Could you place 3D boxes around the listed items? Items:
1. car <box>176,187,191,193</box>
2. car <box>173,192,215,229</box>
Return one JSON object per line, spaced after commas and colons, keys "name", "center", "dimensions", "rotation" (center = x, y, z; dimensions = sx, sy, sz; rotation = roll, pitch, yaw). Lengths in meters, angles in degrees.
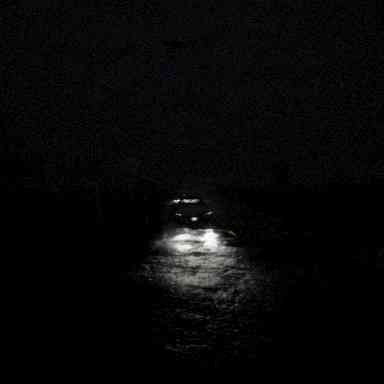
{"name": "car", "center": [-1.002, 0.122, 41.709], "dimensions": [1.994, 1.385, 4.181], "rotation": [-3, 2, -1]}
{"name": "car", "center": [-0.004, 0.969, 17.108], "dimensions": [1.994, 1.385, 4.181], "rotation": [-3, 2, -3]}
